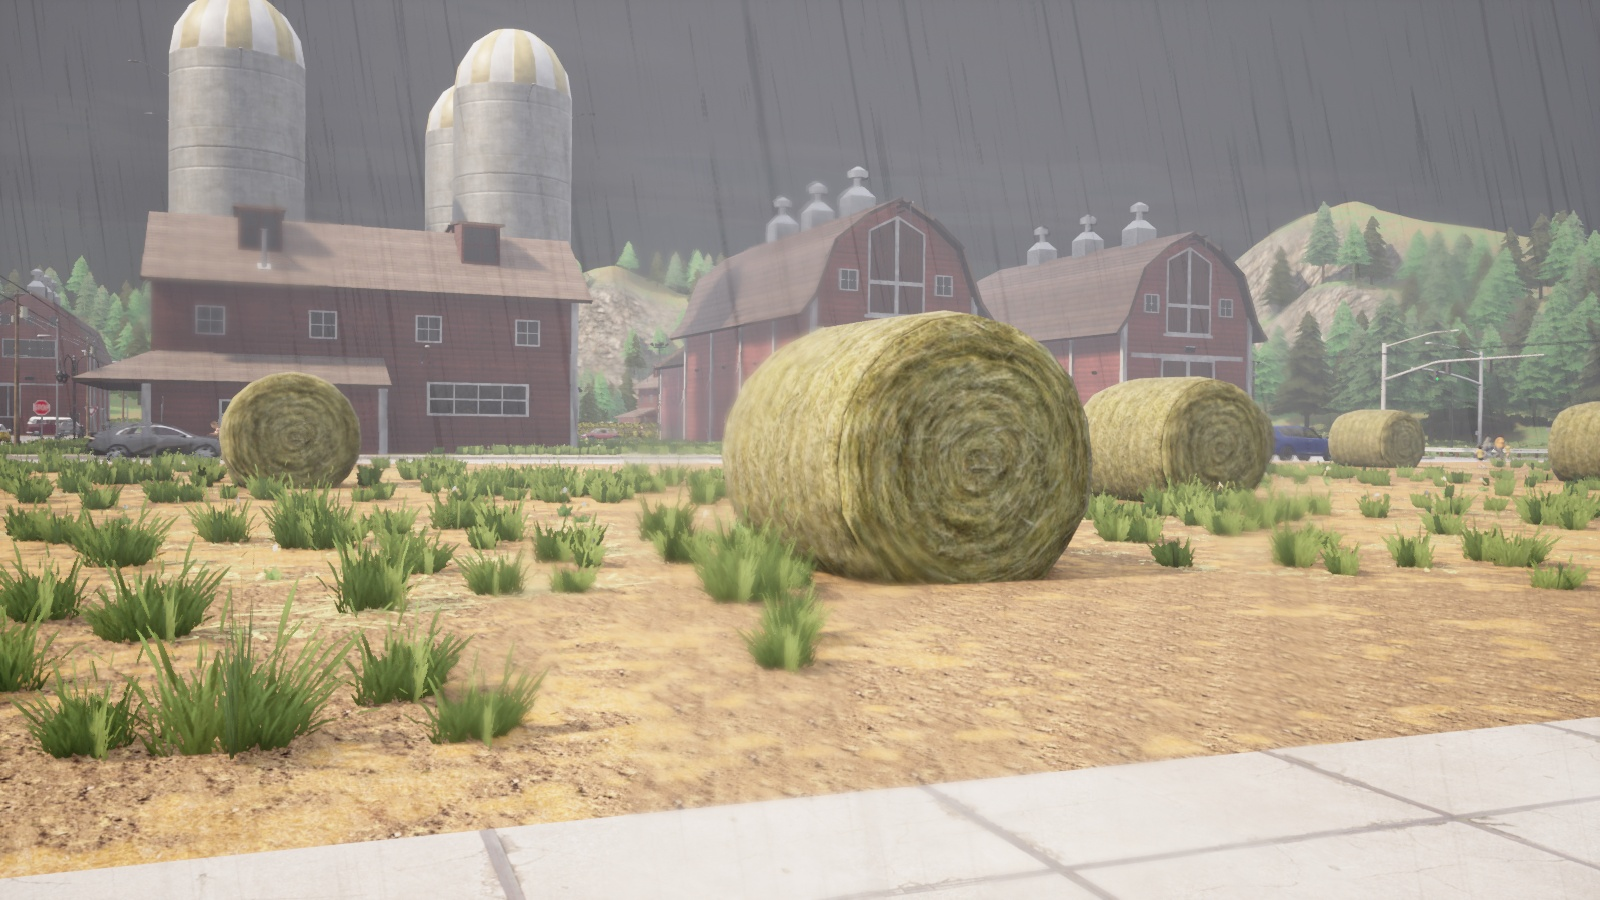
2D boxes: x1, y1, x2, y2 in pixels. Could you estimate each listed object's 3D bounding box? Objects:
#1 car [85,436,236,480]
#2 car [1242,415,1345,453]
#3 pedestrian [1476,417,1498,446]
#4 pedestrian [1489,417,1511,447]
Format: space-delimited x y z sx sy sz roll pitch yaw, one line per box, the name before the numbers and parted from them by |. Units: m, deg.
car | -23.765 0.257 46.855 4.902 1.511 2.128 -1 1 -25
car | 27.739 -0.922 70.534 5.566 2.045 2.150 -1 1 -25
pedestrian | 44.856 -1.210 81.960 0.874 1.855 0.900 -1 1 -27
pedestrian | 43.526 -1.132 78.081 0.874 1.855 0.900 -1 1 -28
